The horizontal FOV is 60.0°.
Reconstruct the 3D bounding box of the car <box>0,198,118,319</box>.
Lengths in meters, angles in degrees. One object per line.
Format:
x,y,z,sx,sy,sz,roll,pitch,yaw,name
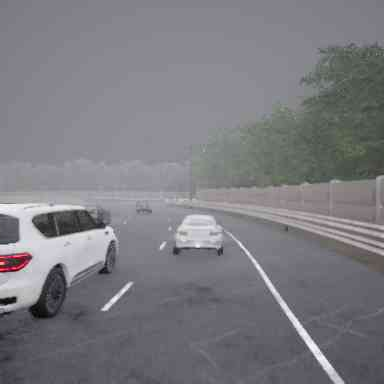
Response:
-3.427,1.265,7.656,2.150,2.045,5.566,1,0,4,car

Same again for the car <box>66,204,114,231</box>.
-6.811,1.643,22.828,2.128,1.511,4.902,1,-1,-4,car

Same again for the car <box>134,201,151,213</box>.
-6.193,1.867,41.559,2.033,1.411,5.357,1,-1,-14,car

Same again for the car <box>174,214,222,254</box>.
0.276,1.651,13.977,1.812,1.442,4.674,1,-1,2,car
